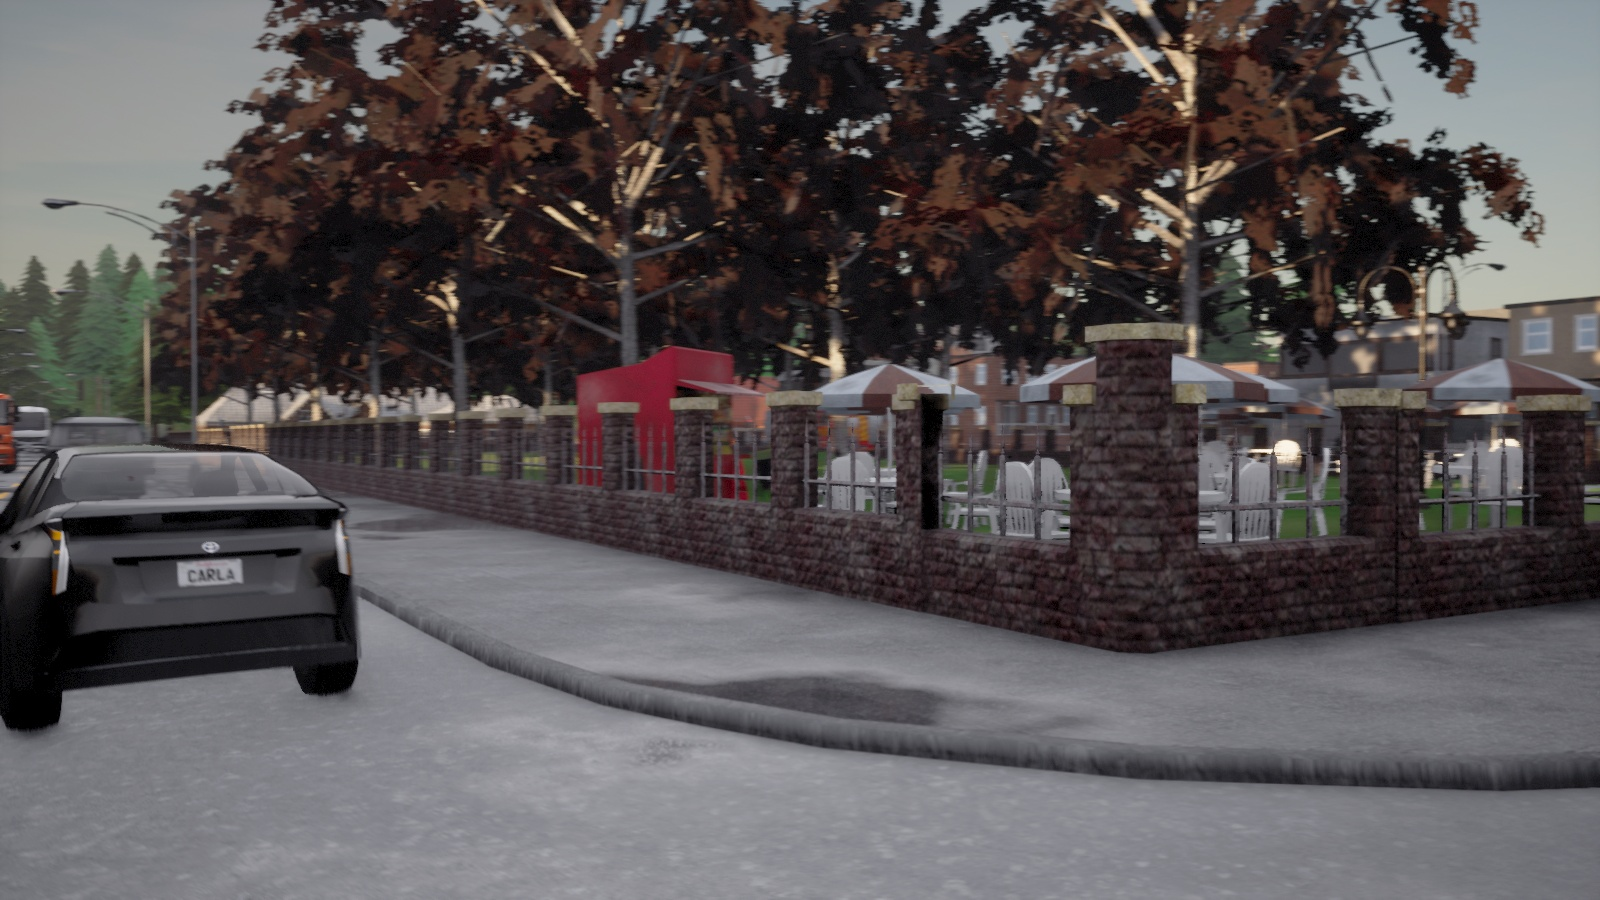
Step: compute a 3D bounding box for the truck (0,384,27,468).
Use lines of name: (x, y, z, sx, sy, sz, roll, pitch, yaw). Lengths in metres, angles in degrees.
truck: (-35.577, -1.024, 54.801, 2.891, 3.462, 7.936, 0, 1, -30)

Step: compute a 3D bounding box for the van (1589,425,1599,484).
van: (28.824, 0.183, 41.394, 1.775, 1.987, 4.442, 0, 1, -32)

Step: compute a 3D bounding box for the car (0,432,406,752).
car: (-4.332, 0.646, 8.366, 2.007, 1.525, 4.514, 0, 1, -35)

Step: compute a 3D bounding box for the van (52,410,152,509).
van: (-15.239, 0.157, 27.383, 1.775, 1.987, 4.442, 0, 1, -30)

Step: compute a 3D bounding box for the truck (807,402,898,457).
truck: (3.730, -1.507, 92.487, 2.891, 3.827, 8.468, 0, 1, -27)
